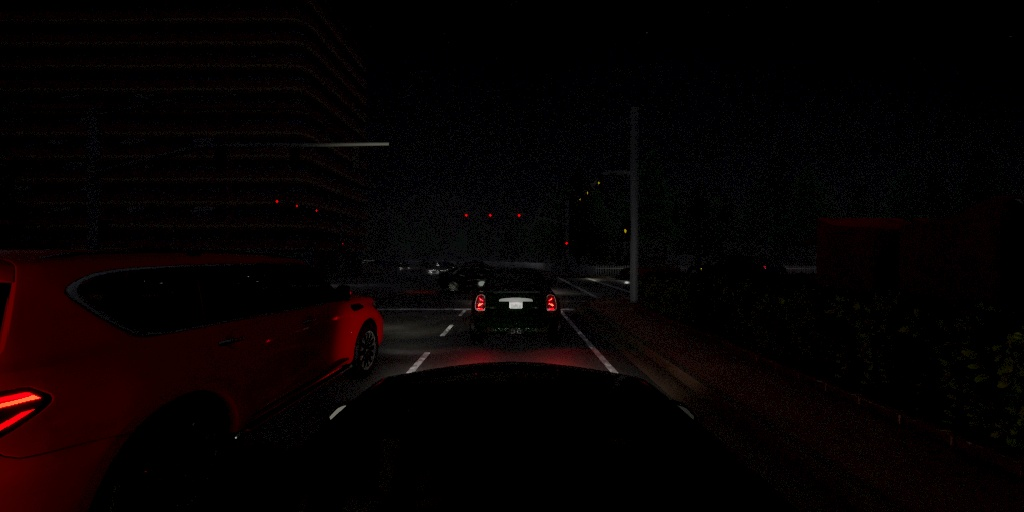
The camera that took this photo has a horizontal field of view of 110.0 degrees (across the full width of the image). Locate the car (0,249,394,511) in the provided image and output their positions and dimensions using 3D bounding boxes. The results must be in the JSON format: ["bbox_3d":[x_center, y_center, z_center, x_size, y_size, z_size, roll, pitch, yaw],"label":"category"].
[{"bbox_3d":[-3.434,0.971,4.156,2.150,2.045,5.566,0,0,1],"label":"car"}]

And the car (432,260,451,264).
[{"bbox_3d":[-8.954,1.297,47.603,2.033,1.411,5.357,0,0,-18],"label":"car"}]

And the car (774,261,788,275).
[{"bbox_3d":[20.982,1.158,30.988,4.553,1.767,2.097,0,0,0],"label":"car"}]

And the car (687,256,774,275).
[{"bbox_3d":[16.389,1.027,27.529,5.566,2.045,2.150,0,0,0],"label":"car"}]

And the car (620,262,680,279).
[{"bbox_3d":[11.964,1.283,31.066,5.008,1.535,1.882,0,0,0],"label":"car"}]

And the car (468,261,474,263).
[{"bbox_3d":[-3.638,1.265,36.596,1.837,1.490,4.892,2,1,8],"label":"car"}]

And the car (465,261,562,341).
[{"bbox_3d":[0.096,1.102,9.993,2.097,1.767,4.553,0,0,0],"label":"car"}]

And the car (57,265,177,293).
[{"bbox_3d":[-22.611,1.310,20.659,4.892,1.490,1.837,0,0,0],"label":"car"}]

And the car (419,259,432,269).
[{"bbox_3d":[-13.211,1.241,56.609,2.128,1.511,4.902,0,0,-33],"label":"car"}]

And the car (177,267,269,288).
[{"bbox_3d":[-19.331,1.406,24.131,4.718,1.301,1.895,0,0,0],"label":"car"}]

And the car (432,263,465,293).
[{"bbox_3d":[-1.802,1.294,20.482,4.892,1.490,1.837,0,0,0],"label":"car"}]
